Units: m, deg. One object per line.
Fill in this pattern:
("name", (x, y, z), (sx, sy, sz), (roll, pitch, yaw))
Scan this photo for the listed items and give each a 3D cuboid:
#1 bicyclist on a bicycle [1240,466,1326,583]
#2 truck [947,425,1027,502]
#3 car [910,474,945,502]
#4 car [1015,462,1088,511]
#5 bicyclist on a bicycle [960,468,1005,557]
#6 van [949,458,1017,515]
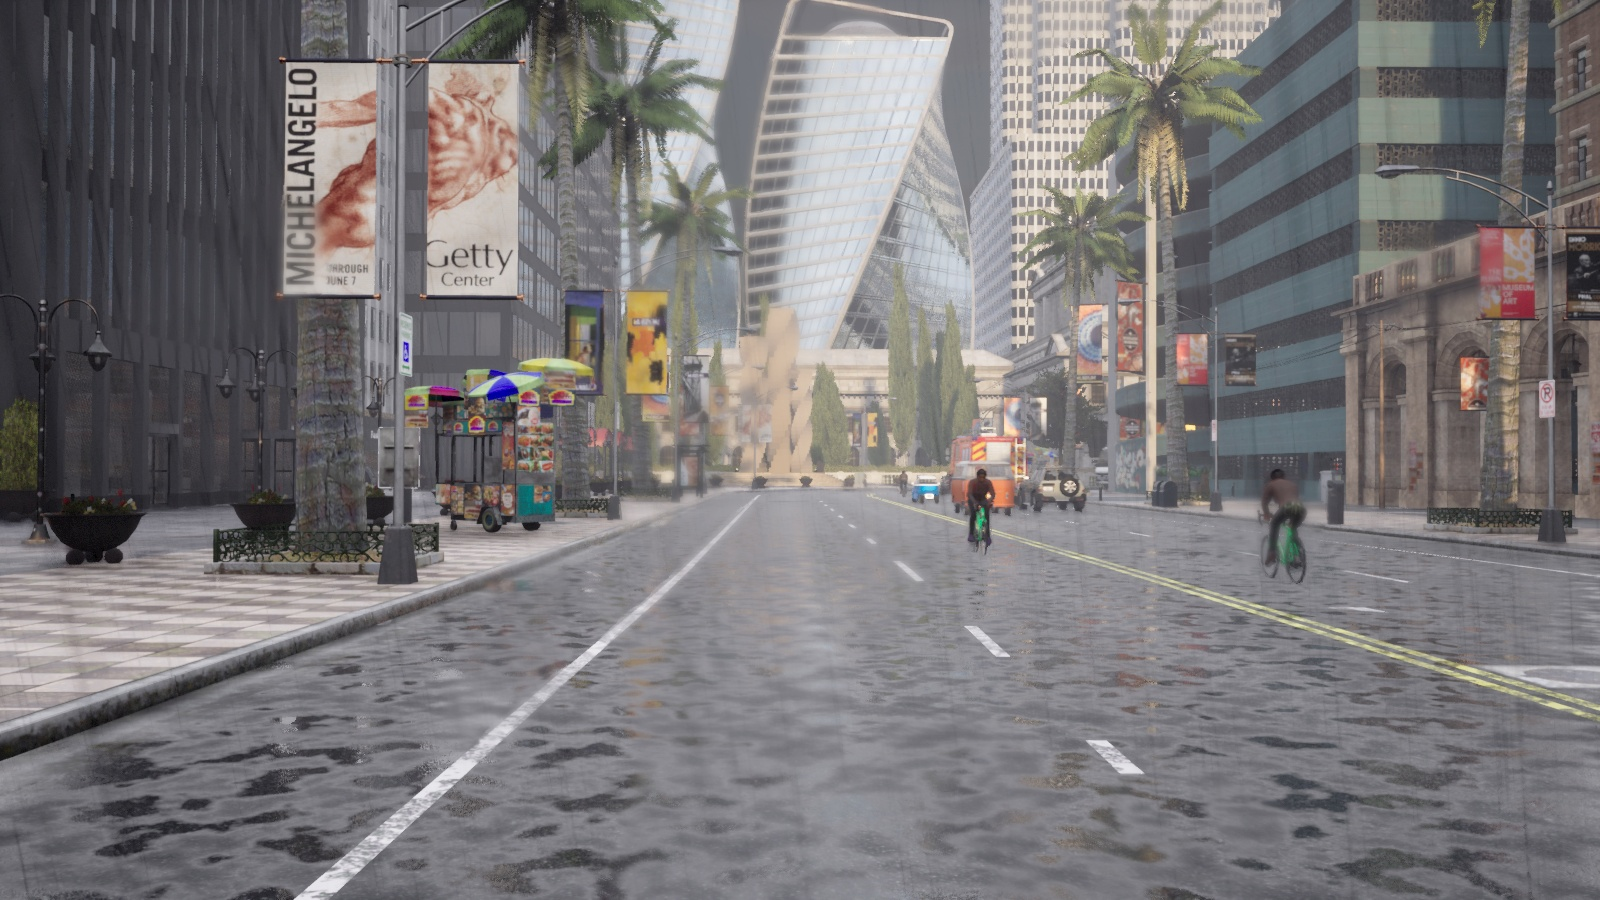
("bicyclist on a bicycle", (6.972, 1.044, 18.195), (0.582, 1.620, 1.656), (0, -1, 0))
("truck", (9.838, 0.733, 66.989), (2.891, 3.827, 8.468), (0, -1, -1))
("car", (6.393, 1.903, 63.201), (1.481, 1.376, 2.207), (0, -1, -1))
("car", (10.061, 1.437, 50.519), (1.932, 1.855, 4.605), (0, -1, -1))
("bicyclist on a bicycle", (3.419, 1.150, 23.654), (0.582, 1.620, 1.656), (0, -1, -1))
("van", (6.621, 1.311, 45.950), (1.775, 1.987, 4.442), (0, -1, -1))
